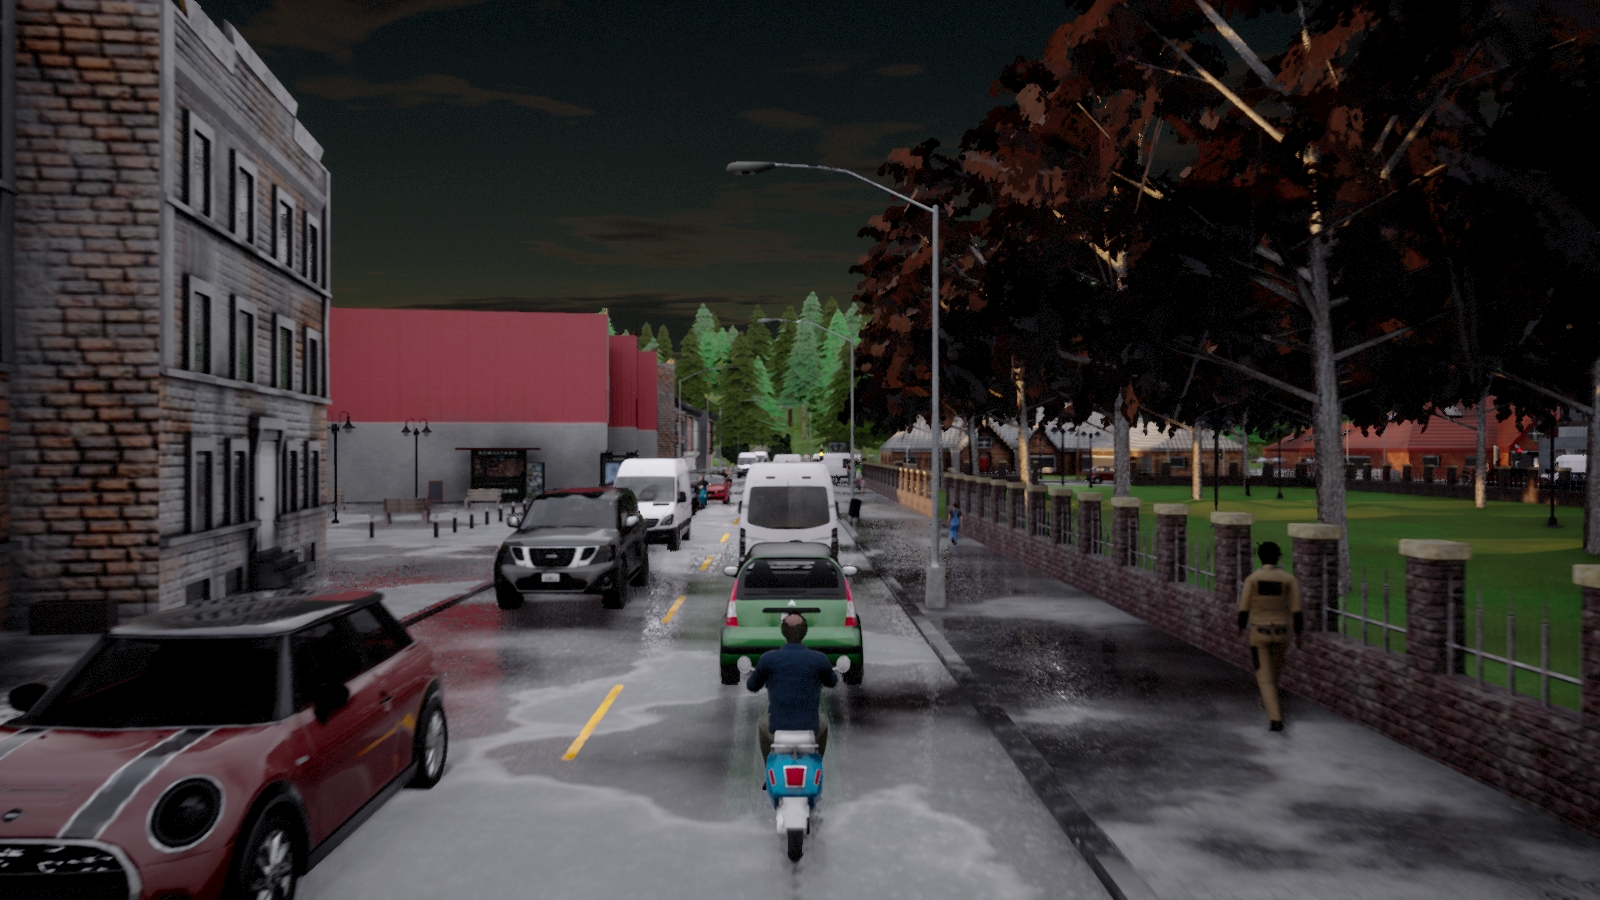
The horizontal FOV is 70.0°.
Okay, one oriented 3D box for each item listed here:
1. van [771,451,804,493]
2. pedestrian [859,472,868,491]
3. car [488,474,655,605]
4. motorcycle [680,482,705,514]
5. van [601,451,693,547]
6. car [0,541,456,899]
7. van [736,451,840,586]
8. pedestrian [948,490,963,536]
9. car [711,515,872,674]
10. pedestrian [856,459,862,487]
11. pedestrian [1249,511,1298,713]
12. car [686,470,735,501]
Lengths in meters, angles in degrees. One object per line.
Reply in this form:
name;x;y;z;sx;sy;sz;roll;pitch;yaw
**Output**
van;-0.806;1.315;71.772;1.988;2.561;5.915;0;0;-1
pedestrian;3.802;1.905;68.542;0.500;1.100;0.500;0;0;-6
car;-4.185;1.558;21.938;2.150;2.045;5.566;0;0;-1
motorcycle;-4.530;1.985;48.067;0.867;1.251;2.209;0;0;-1
van;-4.369;1.315;33.569;1.988;2.561;5.915;0;0;-1
car;-4.067;1.686;7.837;2.097;1.767;4.553;0;0;-1
van;-0.262;1.314;24.802;1.988;2.561;5.915;0;0;-1
pedestrian;4.450;1.806;32.753;0.375;1.300;0.375;0;0;0
car;-0.126;1.779;15.187;1.851;1.617;3.988;0;0;-1
pedestrian;3.948;1.524;76.880;0.375;1.860;0.375;0;0;-1
pedestrian;4.506;1.525;10.882;0.375;1.860;0.375;0;0;14
car;-4.670;1.841;60.271;2.231;1.480;4.892;0;0;-1
